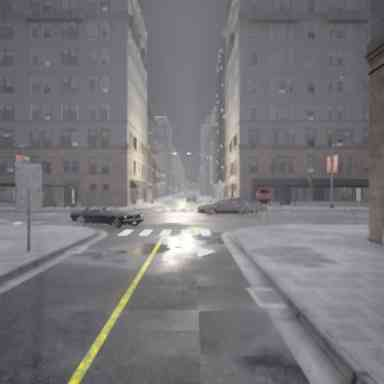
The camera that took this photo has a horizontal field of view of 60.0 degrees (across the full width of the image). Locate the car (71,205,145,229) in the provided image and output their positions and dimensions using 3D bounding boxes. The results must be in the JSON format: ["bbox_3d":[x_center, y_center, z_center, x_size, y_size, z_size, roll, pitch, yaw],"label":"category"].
[{"bbox_3d":[-5.204,1.485,20.512,4.718,1.301,1.895,0,0,31],"label":"car"}]

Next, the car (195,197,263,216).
[{"bbox_3d":[3.154,1.359,29.496,5.357,1.411,2.033,0,0,0],"label":"car"}]

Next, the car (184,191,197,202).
[{"bbox_3d":[-0.061,1.125,63.046,2.128,1.511,4.902,0,0,0],"label":"car"}]

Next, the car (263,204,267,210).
[{"bbox_3d":[4.623,1.334,32.744,5.357,1.411,2.033,0,0,0],"label":"car"}]
